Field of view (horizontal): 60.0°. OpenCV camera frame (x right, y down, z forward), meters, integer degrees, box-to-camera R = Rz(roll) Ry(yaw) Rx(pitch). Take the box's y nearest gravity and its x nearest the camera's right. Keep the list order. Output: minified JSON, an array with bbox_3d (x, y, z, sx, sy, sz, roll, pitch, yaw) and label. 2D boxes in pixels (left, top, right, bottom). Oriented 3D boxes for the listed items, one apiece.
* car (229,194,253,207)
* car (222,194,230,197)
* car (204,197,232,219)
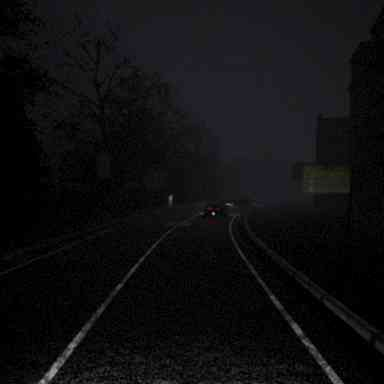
[{"bbox_3d":[7.233,1.183,46.475,1.882,1.535,5.008,3,3,23],"label":"car"},{"bbox_3d":[5.676,0.980,51.603,1.812,1.442,4.674,3,2,25],"label":"car"},{"bbox_3d":[2.217,1.496,29.507,1.837,1.490,4.892,1,1,11],"label":"car"}]
